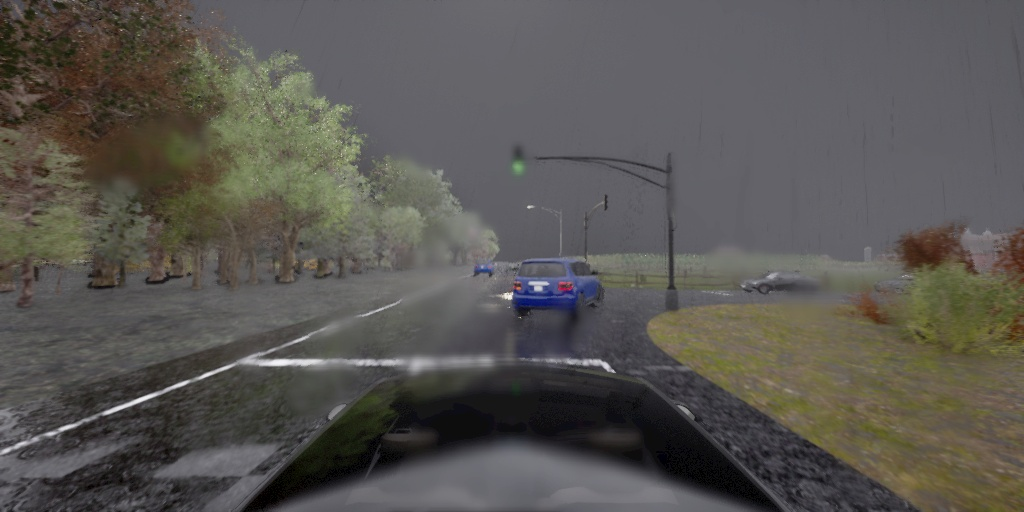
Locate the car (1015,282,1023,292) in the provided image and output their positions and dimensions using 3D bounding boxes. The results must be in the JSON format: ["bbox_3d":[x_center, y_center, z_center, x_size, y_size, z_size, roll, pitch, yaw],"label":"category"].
[{"bbox_3d":[36.002,1.963,23.639,4.674,1.442,1.812,0,-2,0],"label":"car"}]

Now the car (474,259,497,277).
[{"bbox_3d":[-3.423,1.443,44.324,2.150,2.045,5.566,0,-1,0],"label":"car"}]

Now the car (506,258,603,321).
[{"bbox_3d":[1.888,1.106,13.483,2.150,2.045,5.566,-1,-1,23],"label":"car"}]

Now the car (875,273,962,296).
[{"bbox_3d":[26.864,1.864,23.677,4.674,1.442,1.812,1,-2,0],"label":"car"}]

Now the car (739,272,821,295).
[{"bbox_3d":[17.688,1.765,23.751,4.674,1.442,1.812,1,-2,1],"label":"car"}]
